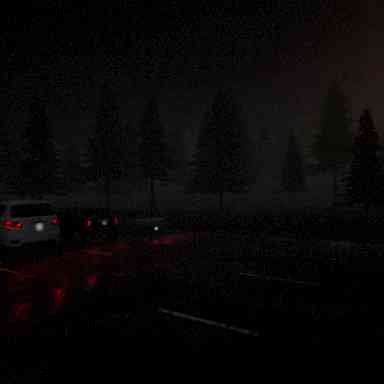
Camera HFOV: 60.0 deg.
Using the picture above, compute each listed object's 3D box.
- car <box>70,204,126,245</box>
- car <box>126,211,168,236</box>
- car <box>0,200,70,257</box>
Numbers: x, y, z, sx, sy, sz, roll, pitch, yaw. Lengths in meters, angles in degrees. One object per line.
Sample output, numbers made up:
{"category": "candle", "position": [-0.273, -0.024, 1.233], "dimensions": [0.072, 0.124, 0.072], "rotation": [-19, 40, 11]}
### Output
{"category": "car", "position": [-5.776, 1.484, 16.591], "dimensions": [4.553, 1.767, 2.097], "rotation": [-1, -1, 36]}
{"category": "car", "position": [-3.759, 1.735, 19.452], "dimensions": [4.718, 1.301, 1.895], "rotation": [-1, 0, 36]}
{"category": "car", "position": [-7.749, 1.349, 13.698], "dimensions": [5.566, 2.045, 2.150], "rotation": [0, 0, 36]}
